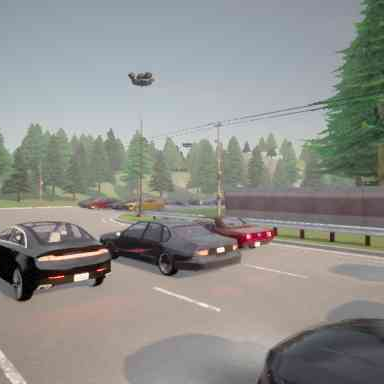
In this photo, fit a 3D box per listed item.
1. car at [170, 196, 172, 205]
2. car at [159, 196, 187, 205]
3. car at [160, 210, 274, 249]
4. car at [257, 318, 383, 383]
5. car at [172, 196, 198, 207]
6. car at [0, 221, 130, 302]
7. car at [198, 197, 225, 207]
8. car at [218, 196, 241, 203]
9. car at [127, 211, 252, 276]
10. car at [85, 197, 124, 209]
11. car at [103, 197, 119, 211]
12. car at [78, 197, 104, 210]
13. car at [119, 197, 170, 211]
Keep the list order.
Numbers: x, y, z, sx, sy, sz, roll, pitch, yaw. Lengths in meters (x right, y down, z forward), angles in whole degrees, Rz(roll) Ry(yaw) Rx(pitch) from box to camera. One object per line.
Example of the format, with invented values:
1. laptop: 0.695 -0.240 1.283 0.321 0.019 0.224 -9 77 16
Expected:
1. car: -2.121 1.492 55.483 4.902 1.511 2.128 0 0 -43
2. car: -3.337 1.505 59.120 4.892 1.490 1.837 0 0 -43
3. car: 0.860 1.601 13.643 1.895 1.301 4.718 0 0 -43
4. car: 2.598 1.505 1.676 1.837 1.490 4.892 0 0 -43
5. car: -0.551 1.563 52.171 4.181 1.385 1.994 0 0 -43
6. car: -3.865 1.491 8.440 2.128 1.511 4.902 0 0 -43
7. car: 3.541 1.525 51.176 4.674 1.442 1.812 0 0 -43
8. car: 7.857 1.500 69.355 4.892 1.490 1.837 0 0 -43
9. car: -0.966 1.547 10.454 2.033 1.411 5.357 0 0 -43
10. car: -12.089 1.505 46.262 4.892 1.490 1.837 0 0 -43
11. car: -7.678 1.547 40.808 5.357 1.411 2.033 0 0 -43
12. car: -11.372 1.477 42.159 5.008 1.535 1.882 1 0 -43
13. car: -5.415 1.477 38.135 5.008 1.535 1.882 0 0 -43
